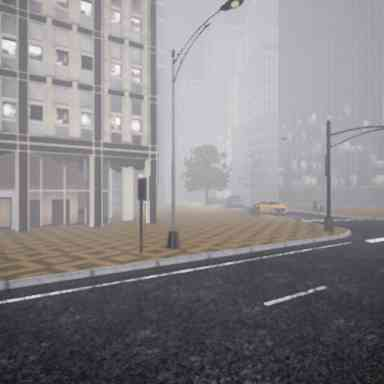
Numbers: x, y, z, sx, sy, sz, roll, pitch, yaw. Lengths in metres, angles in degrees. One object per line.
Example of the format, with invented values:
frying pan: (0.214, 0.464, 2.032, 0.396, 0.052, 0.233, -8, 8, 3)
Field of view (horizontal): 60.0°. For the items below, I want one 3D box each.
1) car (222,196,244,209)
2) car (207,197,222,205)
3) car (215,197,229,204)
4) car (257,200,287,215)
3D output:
car: (6.581, 1.812, 51.779, 2.033, 1.411, 5.357, 0, 0, -7)
car: (4.442, 1.734, 68.521, 2.097, 1.767, 4.553, 0, 0, -8)
car: (6.660, 1.869, 74.627, 2.033, 1.411, 5.357, 0, 0, -8)
car: (8.639, 1.630, 36.122, 1.882, 1.535, 5.008, 0, 0, -8)
